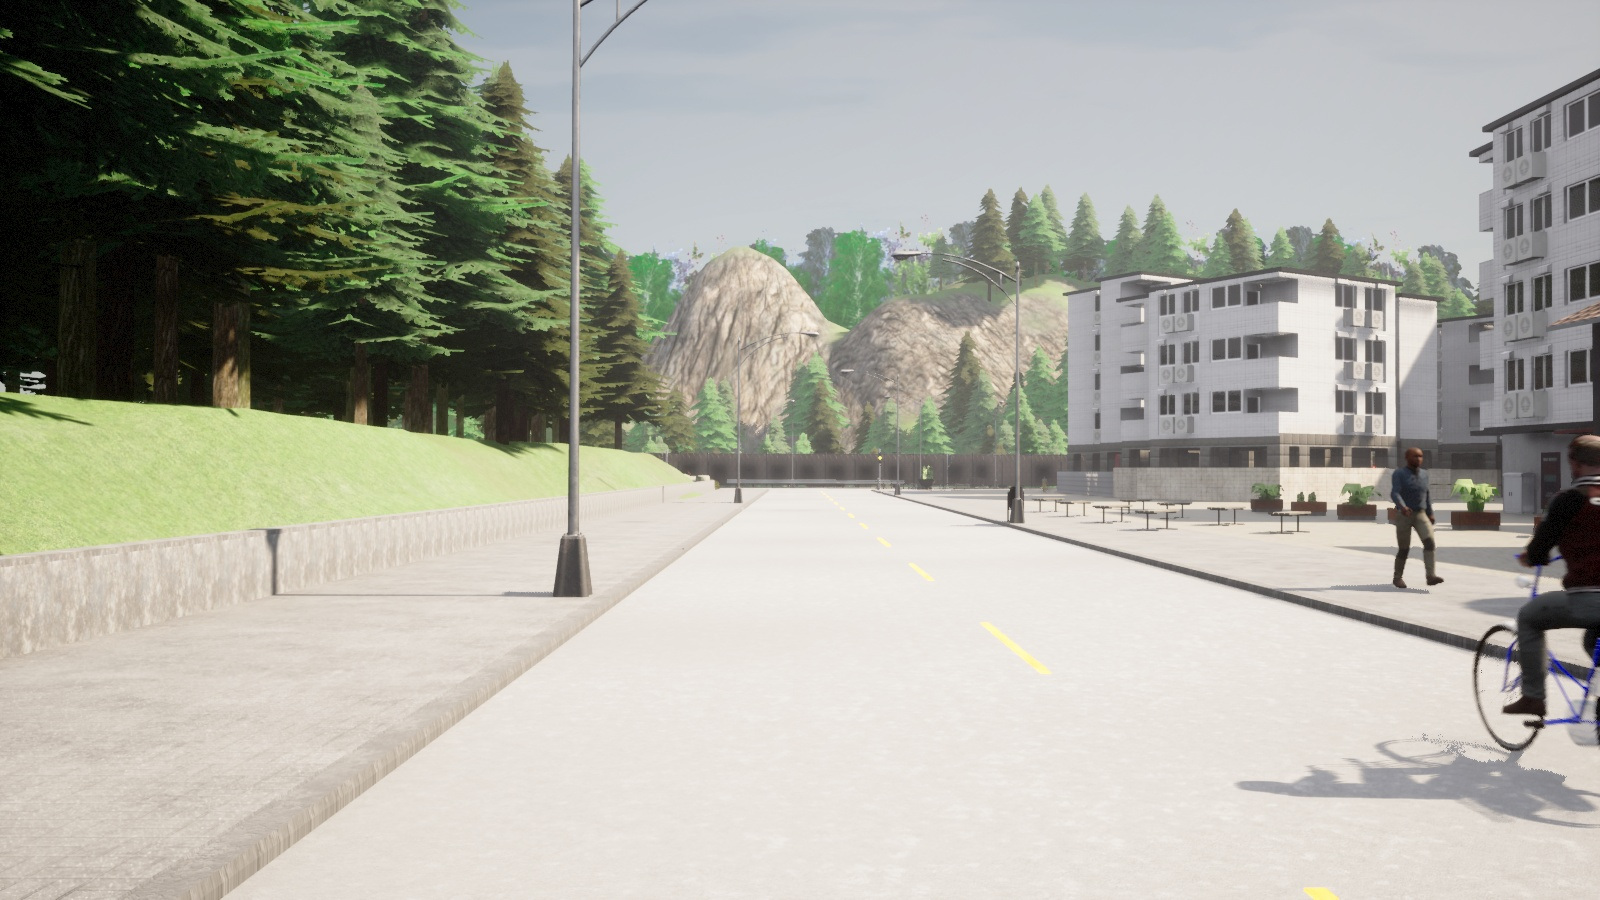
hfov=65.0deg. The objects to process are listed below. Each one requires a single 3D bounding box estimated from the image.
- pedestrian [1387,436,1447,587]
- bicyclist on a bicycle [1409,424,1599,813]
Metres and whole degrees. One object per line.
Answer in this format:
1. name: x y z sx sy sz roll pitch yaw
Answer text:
1. pedestrian: 7.671 0.750 15.630 0.370 1.835 0.726 0 -1 0
2. bicyclist on a bicycle: 3.982 0.780 6.589 0.659 1.776 1.843 0 -1 0
